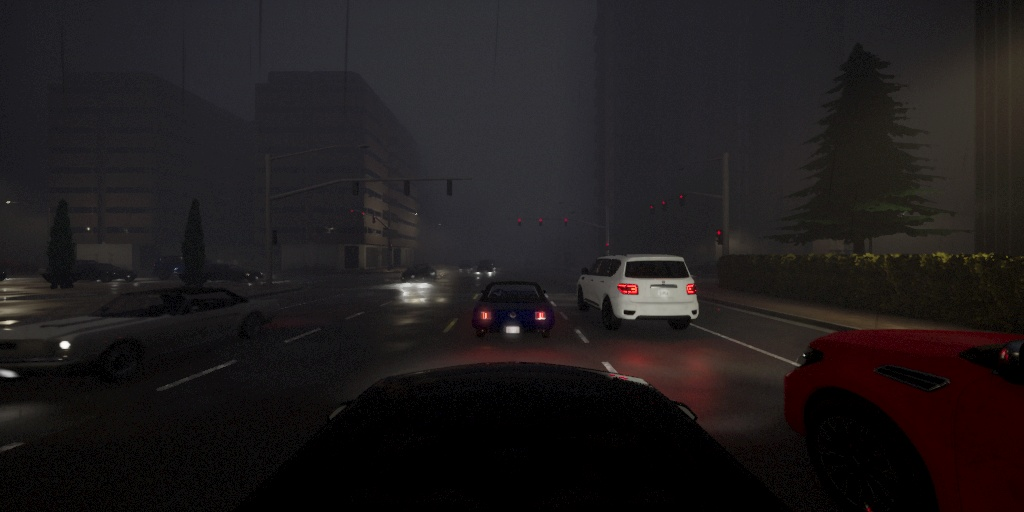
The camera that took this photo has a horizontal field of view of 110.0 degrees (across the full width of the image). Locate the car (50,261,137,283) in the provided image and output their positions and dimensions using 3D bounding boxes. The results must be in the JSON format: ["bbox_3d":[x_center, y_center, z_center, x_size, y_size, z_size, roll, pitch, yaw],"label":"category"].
[{"bbox_3d":[-31.590,1.276,27.379,4.674,1.442,1.812,0,0,1],"label":"car"}]

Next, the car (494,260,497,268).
[{"bbox_3d":[-3.669,1.254,61.017,1.837,1.490,4.892,0,0,0],"label":"car"}]

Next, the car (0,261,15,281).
[{"bbox_3d":[-41.843,1.276,27.466,4.674,1.442,1.812,0,0,1],"label":"car"}]

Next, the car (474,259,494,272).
[{"bbox_3d":[-3.522,1.254,46.064,1.837,1.490,4.892,0,0,-3],"label":"car"}]

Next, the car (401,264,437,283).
[{"bbox_3d":[-7.142,1.314,27.884,1.994,1.385,4.181,0,0,0],"label":"car"}]

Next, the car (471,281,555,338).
[{"bbox_3d":[0.044,1.351,10.171,1.895,1.301,4.718,0,0,0],"label":"car"}]

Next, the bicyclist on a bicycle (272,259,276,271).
[{"bbox_3d":[-28.697,1.051,42.836,0.582,1.620,1.656,0,0,0],"label":"bicyclist on a bicycle"}]

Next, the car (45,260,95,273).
[{"bbox_3d":[-36.971,1.102,30.927,4.553,1.767,2.097,0,0,1],"label":"car"}]

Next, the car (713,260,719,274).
[{"bbox_3d":[20.822,1.228,37.631,5.008,1.535,1.882,0,0,1],"label":"car"}]

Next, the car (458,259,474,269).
[{"bbox_3d":[-7.178,1.297,56.314,2.033,1.411,5.357,0,0,0],"label":"car"}]

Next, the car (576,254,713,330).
[{"bbox_3d":[3.575,0.971,11.300,2.150,2.045,5.566,0,0,-2],"label":"car"}]

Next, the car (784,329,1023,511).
[{"bbox_3d":[3.601,0.971,0.938,2.150,2.045,5.566,0,0,0],"label":"car"}]

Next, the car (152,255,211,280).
[{"bbox_3d":[-27.502,0.972,30.842,5.566,2.045,2.150,0,0,0],"label":"car"}]

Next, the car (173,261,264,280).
[{"bbox_3d":[-22.006,1.297,27.272,5.357,1.411,2.033,0,0,1],"label":"car"}]

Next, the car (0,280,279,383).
[{"bbox_3d":[-7.107,1.351,7.256,1.895,1.301,4.718,0,0,0],"label":"car"}]
